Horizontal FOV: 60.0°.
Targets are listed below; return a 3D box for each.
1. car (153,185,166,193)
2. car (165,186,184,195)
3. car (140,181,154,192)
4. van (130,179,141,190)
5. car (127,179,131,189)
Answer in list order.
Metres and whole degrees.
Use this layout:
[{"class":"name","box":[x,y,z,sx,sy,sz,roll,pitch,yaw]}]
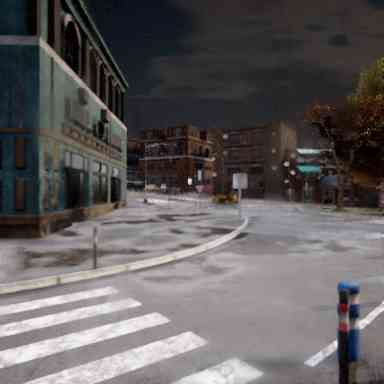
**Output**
[{"class":"car","box":[-5.392,-0.491,65.718,2.002,1.452,4.674,6,2,12]},{"class":"car","box":[-2.822,-0.237,64.109,2.231,1.521,4.892,5,2,12]},{"class":"car","box":[-8.001,-0.824,67.134,1.946,1.575,5.366,6,2,12]},{"class":"van","box":[-10.497,-1.345,69.023,1.878,1.987,4.442,5,2,12]},{"class":"car","box":[-13.091,-1.660,70.478,2.435,2.045,5.566,6,2,12]}]
